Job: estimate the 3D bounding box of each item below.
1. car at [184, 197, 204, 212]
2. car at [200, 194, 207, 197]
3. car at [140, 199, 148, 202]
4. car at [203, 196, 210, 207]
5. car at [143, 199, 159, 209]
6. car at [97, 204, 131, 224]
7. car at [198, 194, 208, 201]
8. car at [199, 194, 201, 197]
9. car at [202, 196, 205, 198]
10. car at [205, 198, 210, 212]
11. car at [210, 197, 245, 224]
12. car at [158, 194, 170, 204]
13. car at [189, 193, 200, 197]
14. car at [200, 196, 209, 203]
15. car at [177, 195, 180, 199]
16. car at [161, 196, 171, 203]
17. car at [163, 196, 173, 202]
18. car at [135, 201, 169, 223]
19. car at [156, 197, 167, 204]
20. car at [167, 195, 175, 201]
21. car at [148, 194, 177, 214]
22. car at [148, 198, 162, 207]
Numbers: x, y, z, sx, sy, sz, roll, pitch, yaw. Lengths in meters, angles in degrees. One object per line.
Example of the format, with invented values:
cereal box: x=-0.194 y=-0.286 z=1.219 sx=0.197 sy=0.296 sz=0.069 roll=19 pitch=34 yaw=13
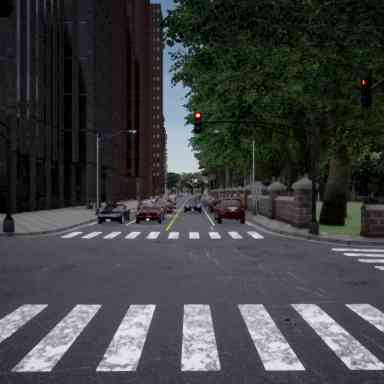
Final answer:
car: x=0.102 y=1.626 z=38.520 sx=1.895 sy=1.301 sz=4.718 roll=0 pitch=0 yaw=0
car: x=2.776 y=1.481 z=52.319 sx=1.967 sy=1.590 sz=4.097 roll=0 pitch=0 yaw=0
car: x=-5.752 y=1.579 z=41.400 sx=2.008 sy=1.369 sz=4.403 roll=0 pitch=0 yaw=0
car: x=2.773 y=1.579 z=41.405 sx=2.008 sy=1.369 sz=4.403 roll=0 pitch=0 yaw=0
car: x=-5.750 y=1.616 z=46.857 sx=1.802 sy=1.307 sz=4.206 roll=0 pitch=0 yaw=0
car: x=-5.756 y=1.576 z=25.029 sx=1.947 sy=1.339 sz=4.313 roll=0 pitch=0 yaw=0
car: x=2.785 y=1.399 z=85.058 sx=2.192 sy=1.841 sz=5.009 roll=0 pitch=0 yaw=0
car: x=2.778 y=1.487 z=57.775 sx=1.967 sy=1.590 sz=4.097 roll=0 pitch=0 yaw=0
car: x=2.775 y=1.585 z=46.862 sx=2.008 sy=1.369 sz=4.403 roll=0 pitch=0 yaw=0
car: x=2.772 y=1.588 z=35.949 sx=1.947 sy=1.339 sz=4.313 roll=0 pitch=0 yaw=0
car: x=2.769 y=1.326 z=25.036 sx=2.192 sy=1.841 sz=5.009 roll=0 pitch=0 yaw=0
car: x=-5.745 y=1.375 z=68.686 sx=2.192 sy=1.841 sz=5.009 roll=0 pitch=0 yaw=0
car: x=0.117 y=1.547 z=64.887 sx=2.128 sy=1.511 sz=4.902 roll=0 pitch=0 yaw=0
car: x=2.782 y=1.593 z=74.314 sx=1.752 sy=1.417 sz=4.829 roll=0 pitch=0 yaw=0
car: x=-3.078 y=1.538 z=45.701 sx=1.837 sy=1.490 sz=4.892 roll=0 pitch=0 yaw=0
car: x=-5.743 y=1.612 z=74.142 sx=1.887 sy=1.381 sz=4.507 roll=0 pitch=0 yaw=0
car: x=-5.742 y=1.620 z=79.600 sx=1.887 sy=1.381 sz=4.507 roll=0 pitch=0 yaw=0
car: x=-3.093 y=1.612 z=25.475 sx=1.895 sy=1.301 sz=4.718 roll=0 pitch=0 yaw=0
car: x=-5.746 y=1.635 z=63.229 sx=1.802 sy=1.307 sz=4.206 roll=0 pitch=0 yaw=0
car: x=-5.739 y=1.533 z=90.514 sx=1.967 sy=1.590 sz=4.097 roll=0 pitch=0 yaw=0
car: x=-3.089 y=1.374 z=35.468 sx=2.097 sy=1.767 sz=4.553 roll=0 pitch=0 yaw=1
car: x=-5.749 y=1.623 z=52.314 sx=1.802 sy=1.307 sz=4.206 roll=0 pitch=0 yaw=0
